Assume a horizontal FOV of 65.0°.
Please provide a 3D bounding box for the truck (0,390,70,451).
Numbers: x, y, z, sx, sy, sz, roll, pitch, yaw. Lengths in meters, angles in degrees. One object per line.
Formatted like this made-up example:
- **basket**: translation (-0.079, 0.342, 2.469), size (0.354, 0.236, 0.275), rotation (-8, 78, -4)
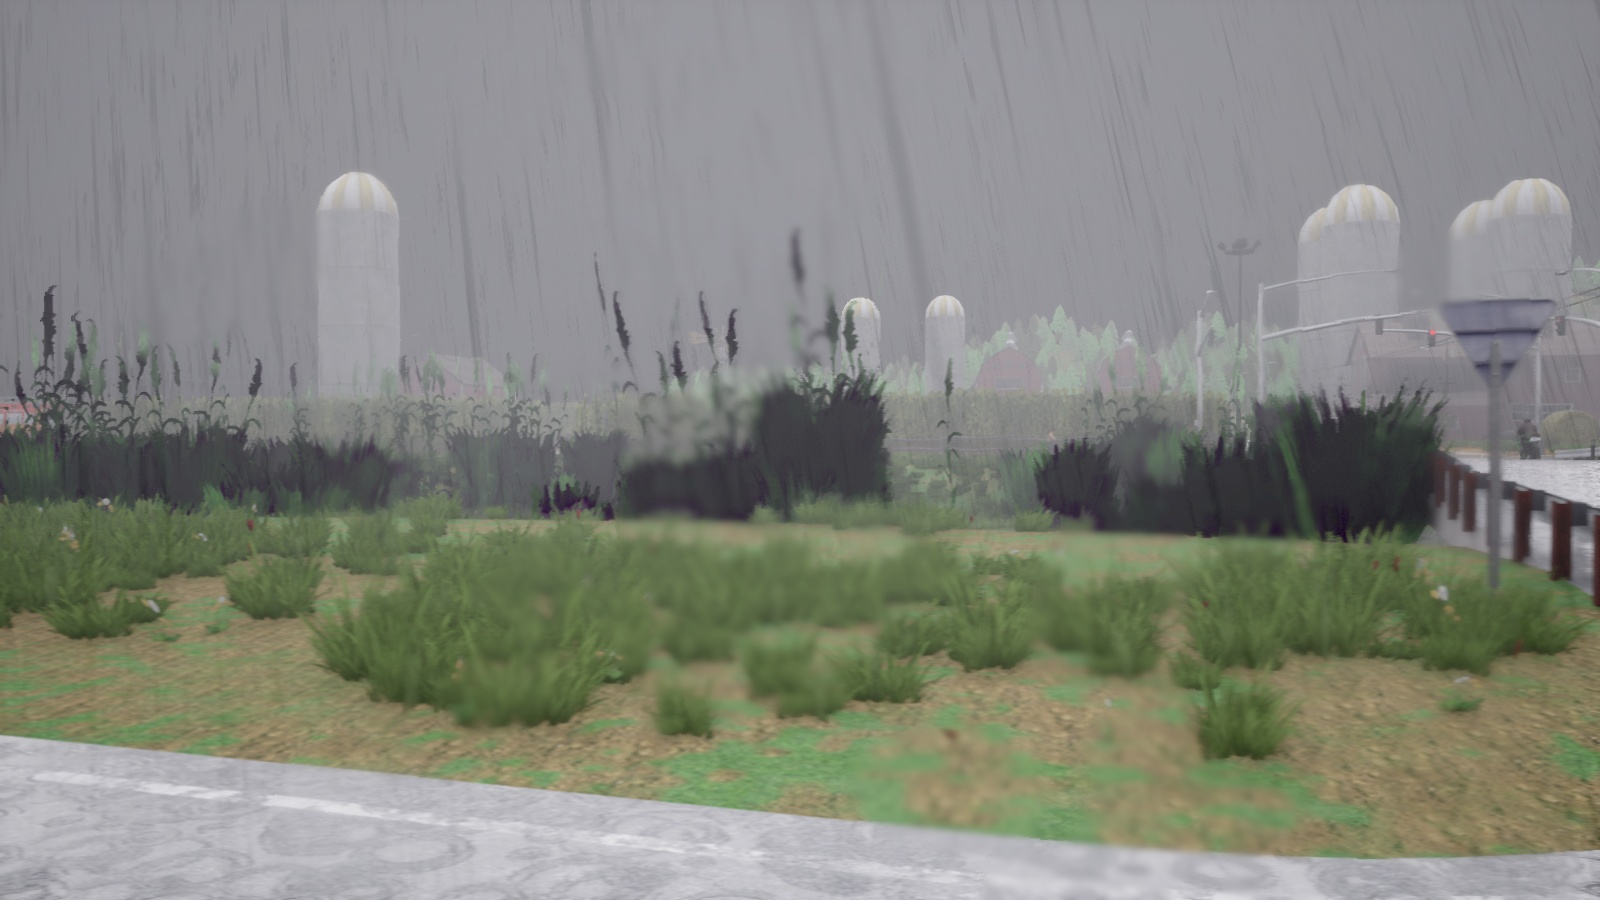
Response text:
- **truck**: translation (-51.939, -1.915, 81.200), size (8.468, 3.827, 2.891), rotation (0, 1, 12)

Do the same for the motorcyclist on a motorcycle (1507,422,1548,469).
- **motorcyclist on a motorcycle**: translation (24.623, -0.134, 42.534), size (0.797, 1.523, 2.044), rotation (1, -2, 18)
